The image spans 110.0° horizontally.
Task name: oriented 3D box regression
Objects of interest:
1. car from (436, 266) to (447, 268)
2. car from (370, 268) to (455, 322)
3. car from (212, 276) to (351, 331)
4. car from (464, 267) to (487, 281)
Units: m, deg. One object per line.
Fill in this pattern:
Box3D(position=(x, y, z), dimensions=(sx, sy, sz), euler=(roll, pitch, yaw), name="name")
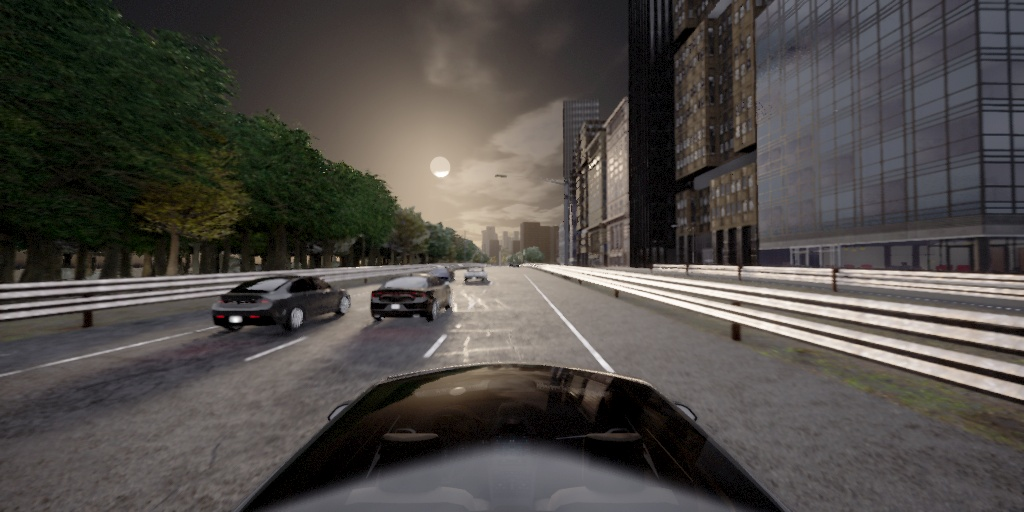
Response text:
Box3D(position=(-6.900, 1.713, 35.640), dimensions=(1.994, 1.385, 4.181), euler=(0, -1, 0), name="car")
Box3D(position=(-3.400, 1.354, 12.940), dimensions=(1.882, 1.535, 5.008), euler=(0, -1, 0), name="car")
Box3D(position=(-6.899, 1.364, 11.380), dimensions=(1.837, 1.490, 4.892), euler=(0, -1, 0), name="car")
Box3D(position=(-3.401, 1.733, 34.349), dimensions=(1.895, 1.301, 4.718), euler=(0, -1, 0), name="car")
